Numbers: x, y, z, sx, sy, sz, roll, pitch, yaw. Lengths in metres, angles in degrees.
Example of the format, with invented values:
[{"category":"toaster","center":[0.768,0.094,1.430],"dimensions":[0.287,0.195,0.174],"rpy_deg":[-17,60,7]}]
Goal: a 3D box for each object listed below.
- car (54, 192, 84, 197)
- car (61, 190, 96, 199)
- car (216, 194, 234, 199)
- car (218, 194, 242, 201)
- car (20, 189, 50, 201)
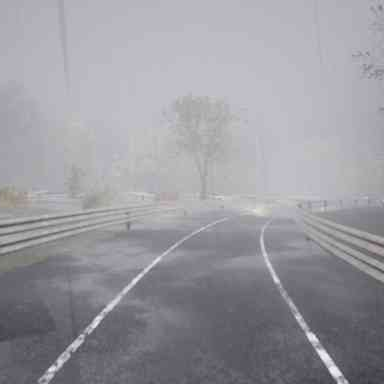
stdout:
[{"category":"car","center":[-19.829,0.574,54.665],"dimensions":[5.357,1.411,2.033],"rpy_deg":[1,1,-32]},{"category":"car","center":[-19.989,0.523,58.693],"dimensions":[5.357,1.411,2.033],"rpy_deg":[1,1,-32]},{"category":"car","center":[7.475,1.288,71.761],"dimensions":[5.008,1.535,1.882],"rpy_deg":[1,1,-32]},{"category":"car","center":[8.818,1.307,76.730],"dimensions":[5.357,1.411,2.033],"rpy_deg":[1,1,-32]},{"category":"car","center":[-23.078,0.358,48.497],"dimensions":[4.553,1.767,2.097],"rpy_deg":[1,1,-32]}]
